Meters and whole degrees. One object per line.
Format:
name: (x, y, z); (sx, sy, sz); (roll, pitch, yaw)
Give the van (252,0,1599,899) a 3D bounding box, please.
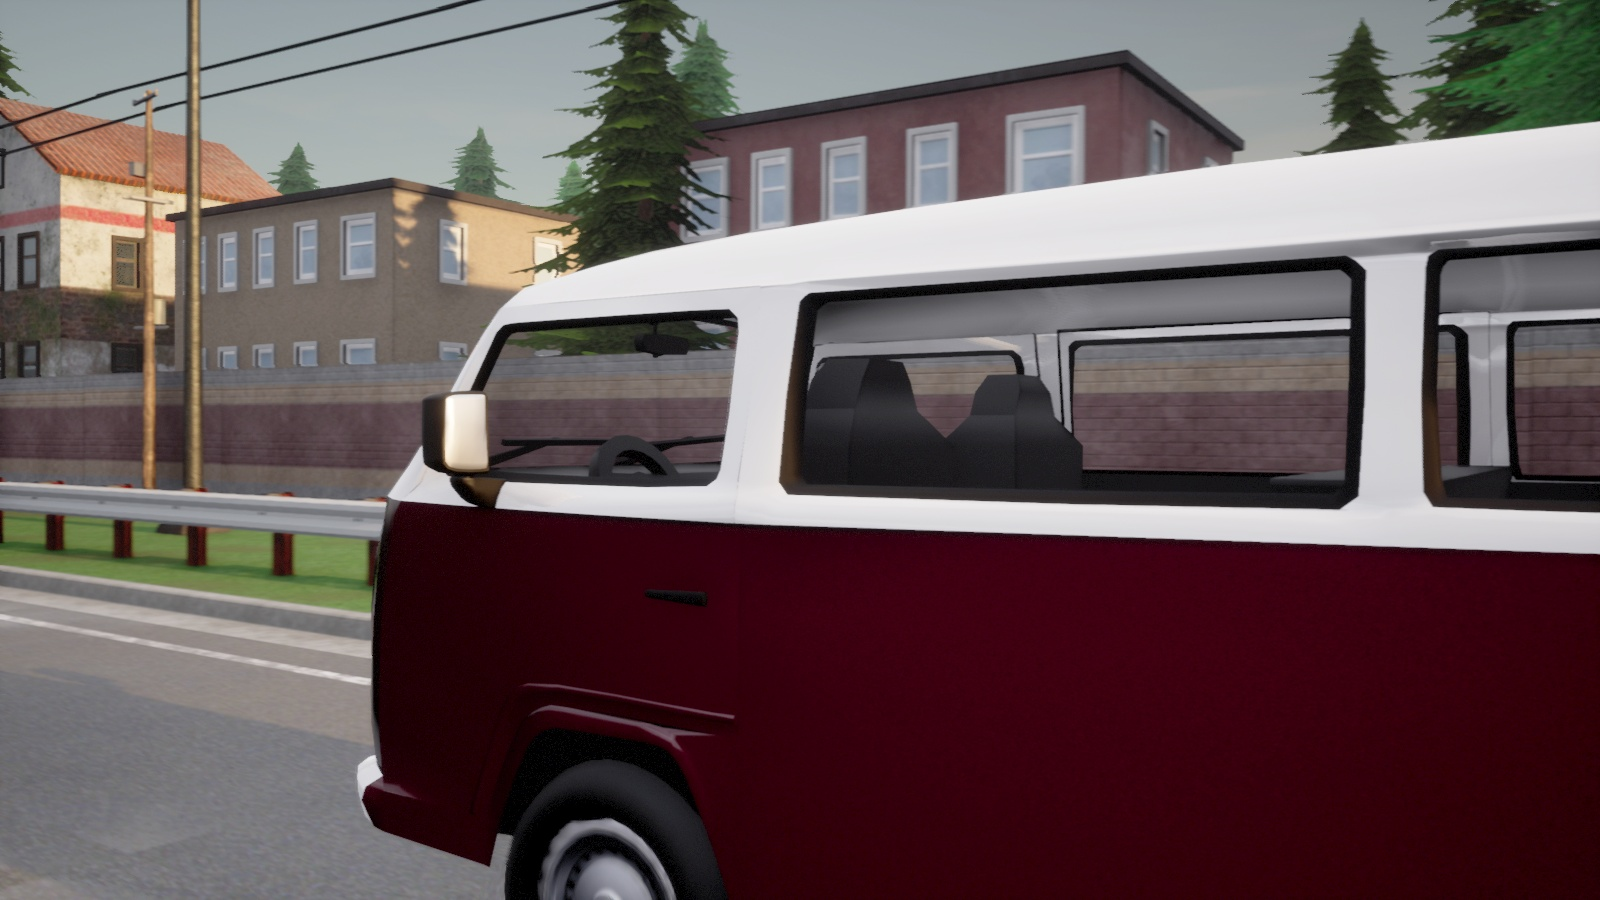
van: (1.002, 0.406, 2.952); (4.480, 2.038, 2.069); (0, 1, 34)
